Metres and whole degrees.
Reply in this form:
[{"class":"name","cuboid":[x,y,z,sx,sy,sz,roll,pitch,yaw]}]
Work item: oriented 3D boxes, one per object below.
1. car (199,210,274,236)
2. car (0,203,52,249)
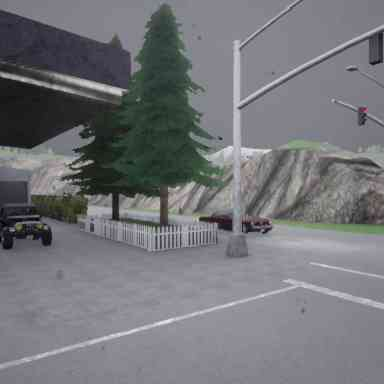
[{"class":"car","cuboid":[2.560,1.792,19.937,1.895,1.301,4.718,0,0,-36]},{"class":"car","cuboid":[-8.062,1.505,15.793,1.905,1.878,3.866,0,0,-37]}]
